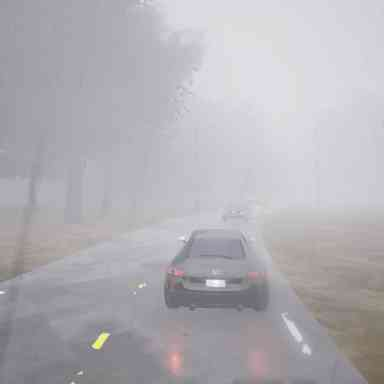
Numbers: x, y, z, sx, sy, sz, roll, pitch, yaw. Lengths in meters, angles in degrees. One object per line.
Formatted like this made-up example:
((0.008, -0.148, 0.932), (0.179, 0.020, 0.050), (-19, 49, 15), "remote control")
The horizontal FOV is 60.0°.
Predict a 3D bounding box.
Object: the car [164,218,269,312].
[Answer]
((0.584, 1.550, 7.786), (1.994, 1.385, 4.181), (0, 0, 5), "car")

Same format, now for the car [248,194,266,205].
((9.343, 1.051, 48.533), (1.882, 1.535, 5.008), (-1, 1, 28), "car")

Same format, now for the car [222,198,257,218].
((3.488, 1.425, 25.178), (2.033, 1.411, 5.357), (0, 0, 15), "car")
